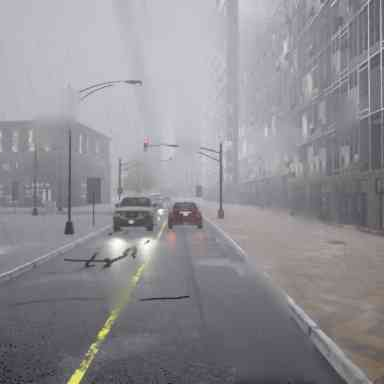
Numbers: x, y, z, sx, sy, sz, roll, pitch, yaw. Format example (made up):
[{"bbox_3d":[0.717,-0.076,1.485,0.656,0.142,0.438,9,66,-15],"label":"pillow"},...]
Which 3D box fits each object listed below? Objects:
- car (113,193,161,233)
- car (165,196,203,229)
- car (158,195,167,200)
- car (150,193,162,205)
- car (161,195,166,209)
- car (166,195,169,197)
[{"bbox_3d":[-3.304,1.224,20.269,2.150,2.045,5.566,0,0,-3],"label":"car"},{"bbox_3d":[-0.531,1.356,21.908,2.097,1.767,4.553,0,0,-4],"label":"car"},{"bbox_3d":[-7.782,1.405,87.652,1.895,1.301,4.718,0,0,-11],"label":"car"},{"bbox_3d":[-6.426,1.211,59.206,2.150,2.045,5.566,0,0,-7],"label":"car"},{"bbox_3d":[-5.045,1.346,45.990,2.097,1.767,4.553,0,0,-5],"label":"car"},{"bbox_3d":[-6.058,1.454,77.352,1.882,1.535,5.008,0,0,-9],"label":"car"}]
